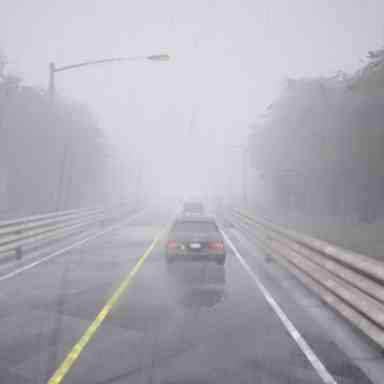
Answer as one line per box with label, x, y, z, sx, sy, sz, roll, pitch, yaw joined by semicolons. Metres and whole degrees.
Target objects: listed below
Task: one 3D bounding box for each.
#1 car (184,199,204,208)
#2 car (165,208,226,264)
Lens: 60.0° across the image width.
car;0.188;1.386;33.177;1.882;1.535;5.008;0;0;2
car;0.097;1.515;11.620;2.033;1.411;5.357;0;0;0
